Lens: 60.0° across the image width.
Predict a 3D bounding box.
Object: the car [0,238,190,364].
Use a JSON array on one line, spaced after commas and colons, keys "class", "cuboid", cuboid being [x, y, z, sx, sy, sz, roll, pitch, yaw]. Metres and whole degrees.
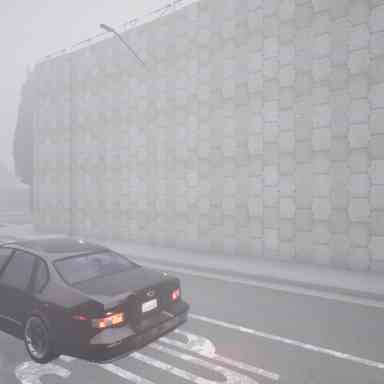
[{"class": "car", "cuboid": [-2.611, 1.547, 5.841, 5.357, 1.411, 2.033, 0, 0, 35]}]
